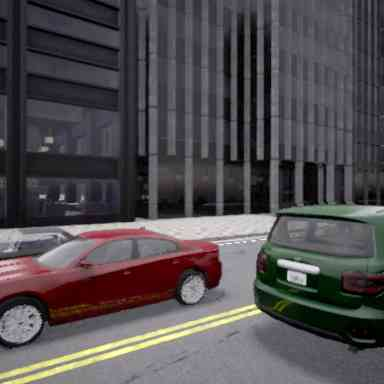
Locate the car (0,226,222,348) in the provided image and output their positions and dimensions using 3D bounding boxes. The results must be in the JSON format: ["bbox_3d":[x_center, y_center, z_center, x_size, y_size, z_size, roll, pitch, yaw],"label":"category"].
[{"bbox_3d":[-1.687,1.486,6.475,5.008,1.535,1.882,0,0,-35],"label":"car"}]

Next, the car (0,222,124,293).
[{"bbox_3d":[-4.345,1.606,8.572,4.718,1.301,1.895,0,0,-35],"label":"car"}]

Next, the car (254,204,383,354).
[{"bbox_3d":[3.578,1.244,5.992,5.566,2.045,2.150,0,0,-35],"label":"car"}]
